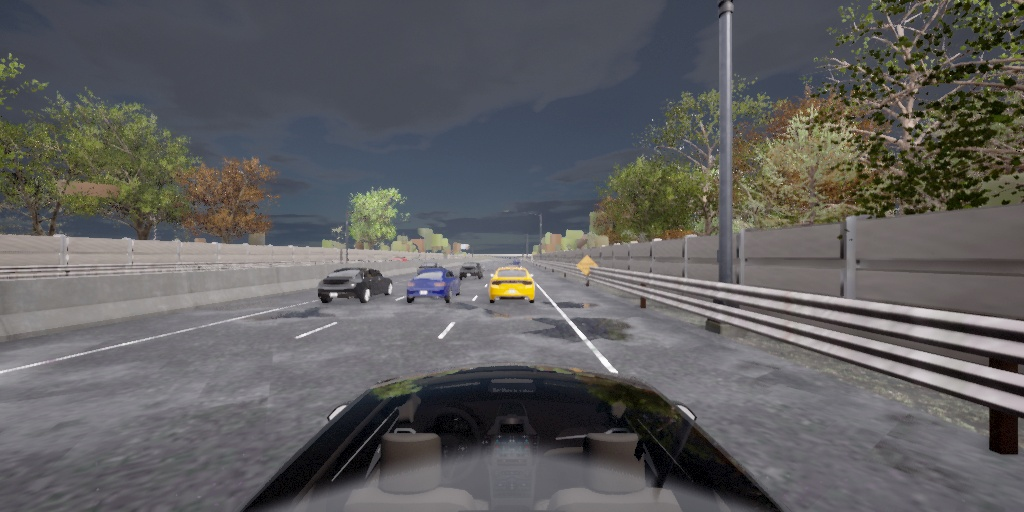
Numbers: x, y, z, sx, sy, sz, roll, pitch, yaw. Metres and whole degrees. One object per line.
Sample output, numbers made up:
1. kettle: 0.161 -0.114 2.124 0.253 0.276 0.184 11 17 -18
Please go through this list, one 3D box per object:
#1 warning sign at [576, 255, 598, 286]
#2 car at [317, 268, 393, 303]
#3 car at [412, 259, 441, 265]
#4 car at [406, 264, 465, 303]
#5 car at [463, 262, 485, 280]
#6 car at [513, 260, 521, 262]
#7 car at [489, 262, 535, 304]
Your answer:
1. warning sign: 4.550 0.871 21.754 1.300 1.860 1.060 0 0 0
2. car: -7.000 1.270 16.500 1.837 1.490 4.892 0 0 0
3. car: -7.000 1.262 31.501 2.128 1.511 4.902 0 0 0
4. car: -3.500 1.286 16.500 1.812 1.442 4.674 0 0 0
5. car: -3.500 1.284 31.501 1.837 1.490 4.892 0 0 0
6. car: 0.000 1.331 31.501 2.033 1.411 5.357 0 0 0
7. car: 0.000 1.238 16.500 1.882 1.535 5.008 0 0 0
